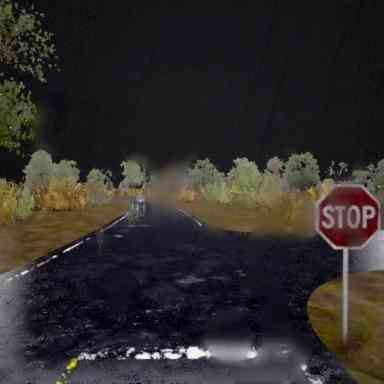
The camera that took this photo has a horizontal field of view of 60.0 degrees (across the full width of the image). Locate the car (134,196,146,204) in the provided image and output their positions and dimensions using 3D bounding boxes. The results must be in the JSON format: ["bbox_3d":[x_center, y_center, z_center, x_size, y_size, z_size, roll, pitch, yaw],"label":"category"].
[{"bbox_3d":[-9.589,1.478,61.527,2.128,1.511,4.902,0,0,-11],"label":"car"}]
